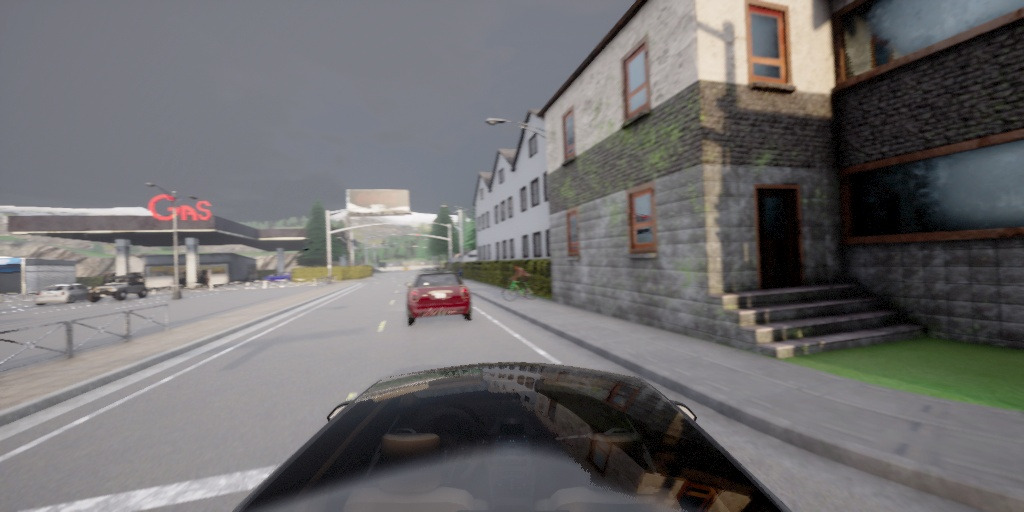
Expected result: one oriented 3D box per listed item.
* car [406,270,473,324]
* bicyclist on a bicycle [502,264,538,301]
[{"bbox_3d":[-2.833,1.320,13.395,2.097,1.767,4.553,-2,-1,-15],"label":"car"},{"bbox_3d":[0.359,1.161,15.697,1.656,1.620,0.582,-1,-1,-16],"label":"bicyclist on a bicycle"}]
